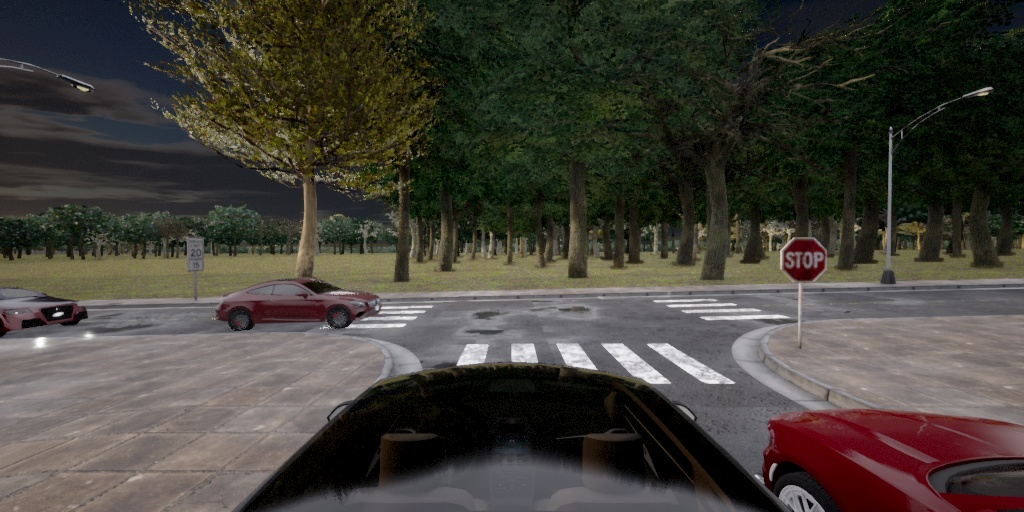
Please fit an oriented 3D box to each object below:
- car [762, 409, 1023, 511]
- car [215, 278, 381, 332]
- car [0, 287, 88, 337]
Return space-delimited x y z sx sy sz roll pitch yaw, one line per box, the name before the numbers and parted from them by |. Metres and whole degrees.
car | 2.635 1.295 0.730 1.888 1.381 4.507 0 0 0
car | -6.536 1.417 11.168 4.674 1.442 1.812 -2 1 0
car | -16.145 1.689 11.167 4.181 1.385 1.994 -1 1 0
